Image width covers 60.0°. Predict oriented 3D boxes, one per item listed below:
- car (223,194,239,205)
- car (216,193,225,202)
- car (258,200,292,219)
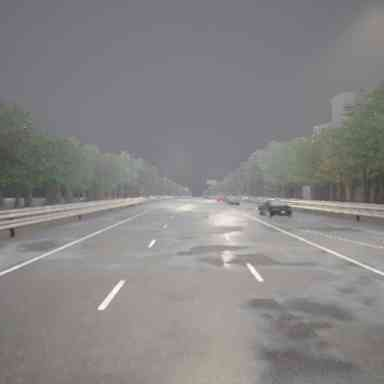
[{"bbox_3d":[7.039,1.588,58.207,1.994,1.385,4.181,0,0,0],"label":"car"},{"bbox_3d":[7.119,1.357,79.924,2.150,2.045,5.566,0,-1,0],"label":"car"},{"bbox_3d":[7.306,1.493,29.707,1.882,1.535,5.008,0,0,-4],"label":"car"}]
